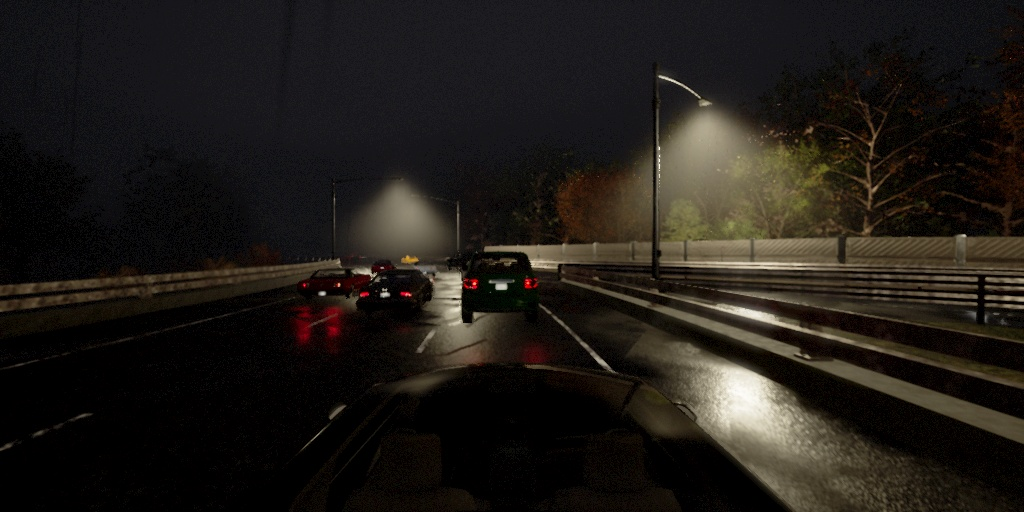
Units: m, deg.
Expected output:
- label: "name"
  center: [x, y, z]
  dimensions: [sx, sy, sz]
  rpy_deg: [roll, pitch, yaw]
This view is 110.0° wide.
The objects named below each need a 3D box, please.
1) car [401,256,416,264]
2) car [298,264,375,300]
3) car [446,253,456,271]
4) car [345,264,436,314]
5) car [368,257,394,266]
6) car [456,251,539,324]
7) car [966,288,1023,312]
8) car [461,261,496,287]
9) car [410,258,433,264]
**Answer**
- label: "car"
  center: [-17.708, 0.694, 62.001]
  dimensions: [1.882, 1.535, 5.008]
  rpy_deg: [0, 0, -32]
- label: "car"
  center: [-8.127, 1.218, 16.904]
  dimensions: [1.895, 1.301, 4.718]
  rpy_deg: [0, 1, -9]
- label: "car"
  center: [-5.432, 0.622, 39.628]
  dimensions: [2.150, 2.045, 5.566]
  rpy_deg: [-1, 1, -31]
- label: "car"
  center: [-4.096, 1.195, 13.311]
  dimensions: [2.033, 1.411, 5.357]
  rpy_deg: [0, 1, -6]
- label: "car"
  center: [-12.208, 1.031, 33.981]
  dimensions: [1.994, 1.385, 4.181]
  rpy_deg: [0, 1, -17]
- label: "car"
  center: [-0.478, 0.878, 11.828]
  dimensions: [2.150, 2.045, 5.566]
  rpy_deg: [0, 0, -4]
- label: "car"
  center: [18.869, 1.210, 11.778]
  dimensions: [5.008, 1.535, 1.882]
  rpy_deg: [0, 1, 41]
- label: "car"
  center: [-2.333, 1.079, 23.830]
  dimensions: [1.812, 1.442, 4.674]
  rpy_deg: [0, 1, -12]
- label: "car"
  center: [-7.931, 1.082, 32.109]
  dimensions: [1.895, 1.301, 4.718]
  rpy_deg: [0, 1, -16]
